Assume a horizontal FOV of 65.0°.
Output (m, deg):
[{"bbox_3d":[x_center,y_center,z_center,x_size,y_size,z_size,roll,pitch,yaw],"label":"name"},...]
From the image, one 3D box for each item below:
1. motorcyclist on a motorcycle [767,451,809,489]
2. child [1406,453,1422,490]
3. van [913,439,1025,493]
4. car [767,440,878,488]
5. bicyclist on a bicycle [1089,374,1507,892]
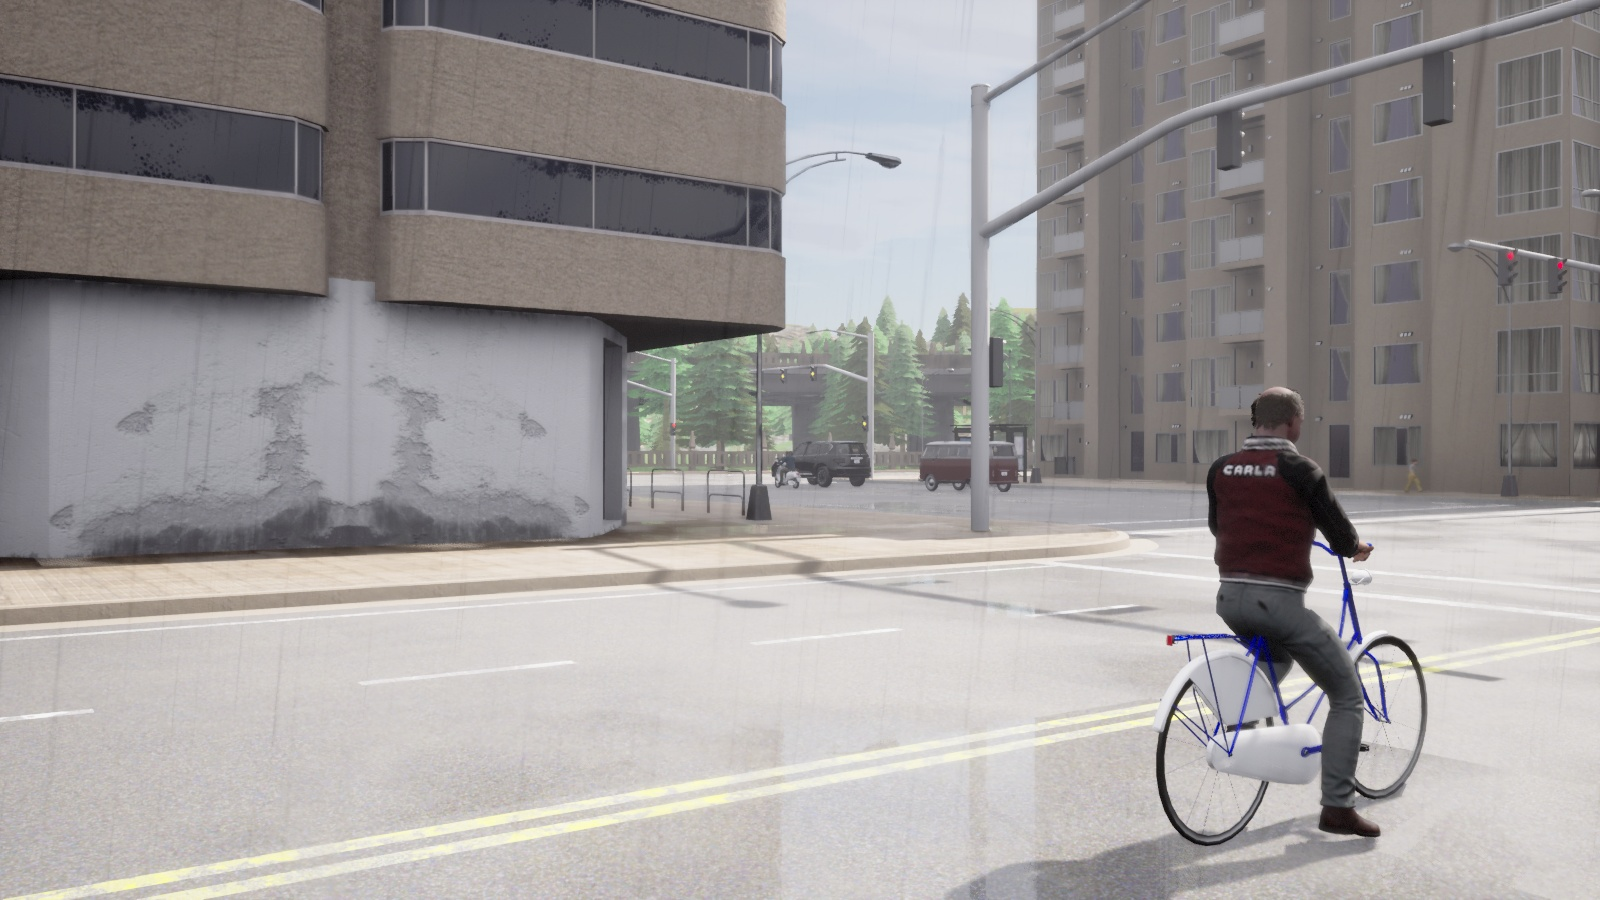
[{"bbox_3d":[-0.524,0.829,52.943,0.866,1.590,1.817,0,0,-35],"label":"motorcyclist on a motorcycle"},{"bbox_3d":[21.503,0.745,43.994,0.270,1.263,0.437,0,0,-34],"label":"child"},{"bbox_3d":[6.528,0.604,49.071,1.775,1.987,4.442,0,0,-35],"label":"van"},{"bbox_3d":[0.952,0.601,56.902,2.150,2.045,5.566,0,0,-35],"label":"car"},{"bbox_3d":[2.064,0.623,5.099,1.843,1.776,0.659,0,0,-35],"label":"bicyclist on a bicycle"}]
